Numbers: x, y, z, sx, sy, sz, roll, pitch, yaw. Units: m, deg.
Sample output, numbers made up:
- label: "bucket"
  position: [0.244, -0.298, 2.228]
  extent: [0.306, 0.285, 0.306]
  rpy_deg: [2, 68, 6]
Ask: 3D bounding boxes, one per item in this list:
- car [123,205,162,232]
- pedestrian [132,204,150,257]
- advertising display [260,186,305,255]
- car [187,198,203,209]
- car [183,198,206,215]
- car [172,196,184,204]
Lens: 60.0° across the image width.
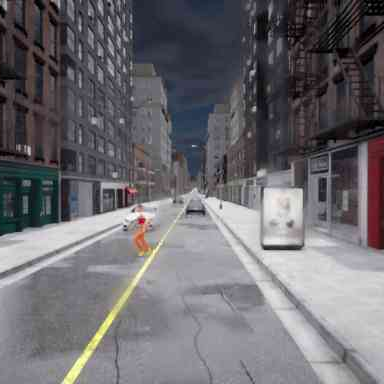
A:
- label: "car"
  position: [-2.915, 1.520, 20.213]
  extent: [1.812, 1.442, 4.674]
  rpy_deg: [0, 0, 1]
- label: "pedestrian"
  position: [-1.755, 1.291, 11.472]
  extent: [0.375, 1.860, 0.375]
  rpy_deg: [-1, 1, -14]
- label: "advertising display"
  position: [3.255, 1.022, 11.993]
  extent: [1.540, 2.440, 0.280]
  rpy_deg: [0, 0, 1]
- label: "car"
  position: [0.465, 1.526, 45.513]
  extent: [2.033, 1.411, 5.357]
  rpy_deg: [0, 0, 1]
- label: "car"
  position: [0.398, 1.550, 34.384]
  extent: [1.994, 1.385, 4.181]
  rpy_deg: [0, 0, 1]
- label: "car"
  position: [-2.515, 1.472, 60.674]
  extent: [1.837, 1.490, 4.892]
  rpy_deg: [0, 0, 1]
